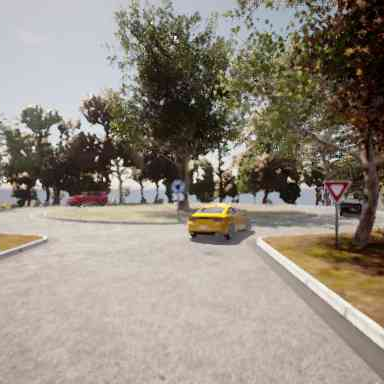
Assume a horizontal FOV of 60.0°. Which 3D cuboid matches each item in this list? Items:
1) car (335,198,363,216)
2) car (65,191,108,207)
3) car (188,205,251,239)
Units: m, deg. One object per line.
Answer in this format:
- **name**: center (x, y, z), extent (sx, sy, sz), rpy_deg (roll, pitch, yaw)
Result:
- **car**: center (14.104, 1.280, 29.961), extent (1.882, 1.535, 5.008), rpy_deg (1, 1, 18)
- **car**: center (-13.965, 0.927, 44.469), extent (2.150, 2.045, 5.566), rpy_deg (-1, 0, 42)
- **car**: center (1.489, 1.367, 16.731), extent (1.882, 1.535, 5.008), rpy_deg (-1, 0, 23)
